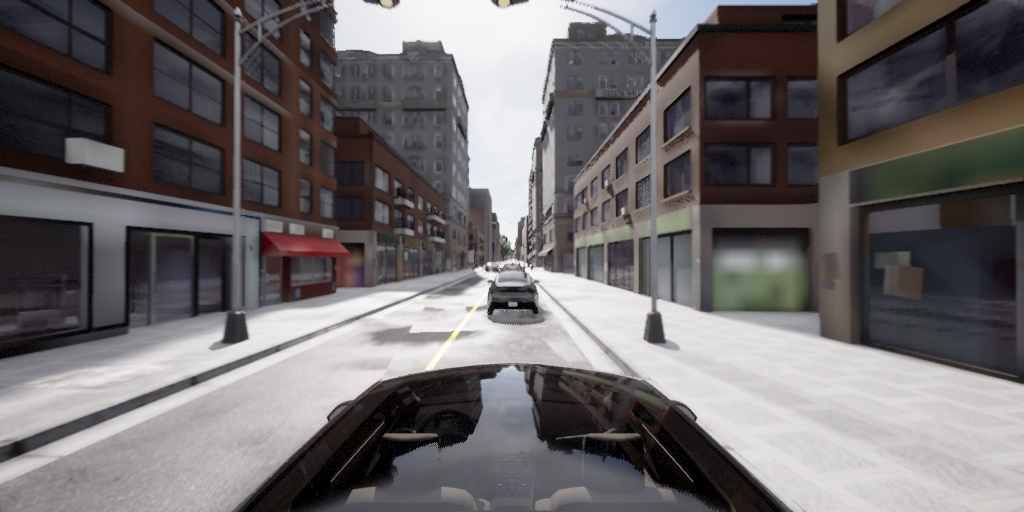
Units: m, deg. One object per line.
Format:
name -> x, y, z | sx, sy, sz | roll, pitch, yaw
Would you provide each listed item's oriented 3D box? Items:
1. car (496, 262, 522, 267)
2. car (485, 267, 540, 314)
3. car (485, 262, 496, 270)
car -> 0.052, 1.330, 29.187 | 2.097, 1.767, 4.553 | 0, -1, 0
car -> 0.051, 1.358, 14.281 | 1.837, 1.490, 4.892 | 0, 0, 0
car -> -3.064, 1.691, 54.242 | 2.128, 1.511, 4.902 | 0, -1, 0
